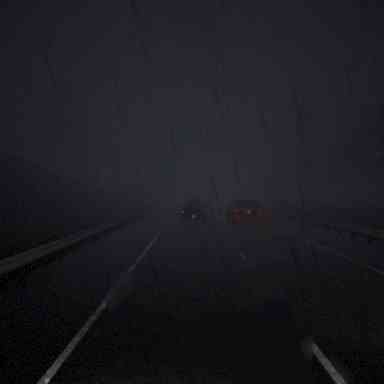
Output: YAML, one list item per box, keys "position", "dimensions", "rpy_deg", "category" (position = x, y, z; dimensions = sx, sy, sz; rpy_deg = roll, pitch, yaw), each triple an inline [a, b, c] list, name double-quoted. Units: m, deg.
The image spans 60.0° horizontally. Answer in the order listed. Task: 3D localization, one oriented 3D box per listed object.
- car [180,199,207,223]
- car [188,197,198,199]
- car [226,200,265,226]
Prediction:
- position: [0.119, 1.477, 24.750]
  dimensions: [1.812, 1.442, 4.674]
  rpy_deg: [0, 0, 0]
  category: "car"
- position: [0.103, 1.423, 41.766]
  dimensions: [1.837, 1.490, 4.892]
  rpy_deg: [0, 0, 0]
  category: "car"
- position: [3.612, 1.306, 23.212]
  dimensions: [2.097, 1.767, 4.553]
  rpy_deg: [0, 0, 0]
  category: "car"
